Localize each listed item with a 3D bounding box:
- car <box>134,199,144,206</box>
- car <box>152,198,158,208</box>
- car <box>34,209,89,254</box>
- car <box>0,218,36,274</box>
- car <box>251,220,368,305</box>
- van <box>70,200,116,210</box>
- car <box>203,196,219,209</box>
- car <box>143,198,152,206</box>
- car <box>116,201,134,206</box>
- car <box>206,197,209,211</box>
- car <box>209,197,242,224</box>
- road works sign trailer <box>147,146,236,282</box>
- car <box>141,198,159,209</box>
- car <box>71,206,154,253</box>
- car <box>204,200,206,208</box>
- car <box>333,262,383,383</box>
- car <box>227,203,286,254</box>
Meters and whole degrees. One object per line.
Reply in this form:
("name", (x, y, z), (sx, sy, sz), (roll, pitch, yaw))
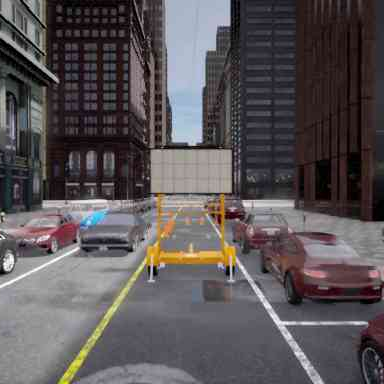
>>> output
("car", (-5.821, 1.590, 30.342), (1.802, 1.307, 4.206), (0, 0, 0))
("car", (-5.842, 1.583, 41.615), (1.947, 1.339, 4.313), (0, 0, 0))
("car", (-5.790, 1.583, 13.433), (1.802, 1.307, 4.206), (0, 0, 0))
("car", (-5.780, 1.551, 7.795), (2.008, 1.369, 4.403), (0, 0, 0))
("car", (2.745, 1.582, 7.817), (1.802, 1.307, 4.206), (0, 0, 0))
("van", (-5.802, 1.343, 19.069), (1.690, 1.788, 3.998), (0, 0, 0))
("car", (2.672, 1.462, 47.269), (1.967, 1.590, 4.097), (0, 0, 0))
("car", (-5.832, 1.578, 35.979), (1.947, 1.339, 4.313), (0, 0, 0))
("car", (-5.811, 1.530, 24.535), (1.752, 1.417, 4.829), (0, 0, 0))
("car", (2.702, 1.323, 30.361), (2.192, 1.841, 5.009), (0, 0, 0))
("car", (2.713, 1.320, 24.724), (2.192, 1.841, 5.009), (0, 0, 0))
("road works sign trailer", (-0.018, 0.464, 9.701), (2.380, 3.560, 2.880), (0, 0, 0))
("car", (-5.853, 1.573, 47.252), (2.008, 1.369, 4.403), (0, 0, 0))
("car", (-3.026, 1.548, 14.004), (2.033, 1.411, 5.357), (0, 0, 0))
("car", (2.693, 1.578, 35.997), (1.947, 1.339, 4.313), (0, 0, 0))
("car", (2.756, 1.582, 2.180), (1.802, 1.307, 4.206), (0, 0, 0))
("car", (2.734, 1.441, 13.453), (1.967, 1.590, 4.097), (0, 0, 0))
